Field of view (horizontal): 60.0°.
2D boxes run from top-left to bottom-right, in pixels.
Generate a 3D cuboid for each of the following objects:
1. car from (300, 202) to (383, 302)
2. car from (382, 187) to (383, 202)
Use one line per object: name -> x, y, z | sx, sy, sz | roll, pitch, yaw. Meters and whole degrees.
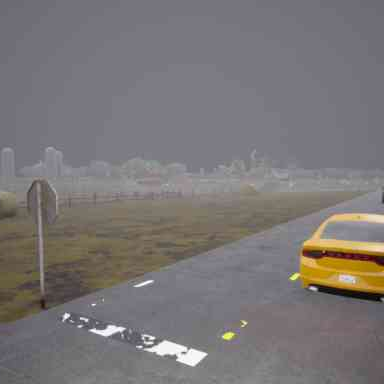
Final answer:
car -> 3.944, 1.231, 7.673 | 1.882, 1.535, 5.008 | 0, 2, 33
car -> 20.068, 0.054, 32.760 | 2.150, 2.045, 5.566 | 0, 2, 33
